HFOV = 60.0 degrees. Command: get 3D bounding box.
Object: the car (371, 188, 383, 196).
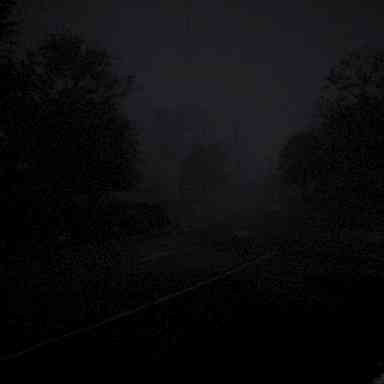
[{"bbox_3d":[27.947,-0.076,47.524,4.892,1.490,1.837,-2,0,17],"label":"car"}]
